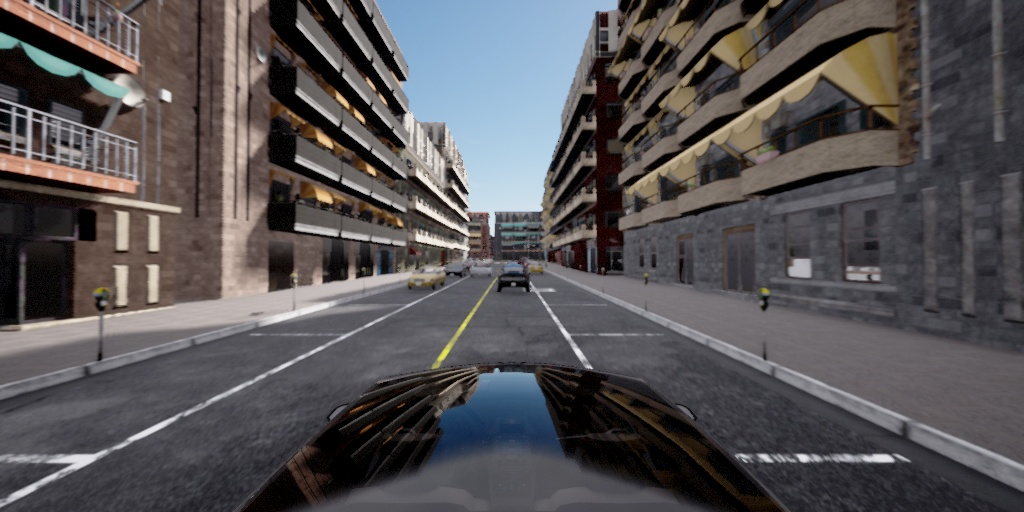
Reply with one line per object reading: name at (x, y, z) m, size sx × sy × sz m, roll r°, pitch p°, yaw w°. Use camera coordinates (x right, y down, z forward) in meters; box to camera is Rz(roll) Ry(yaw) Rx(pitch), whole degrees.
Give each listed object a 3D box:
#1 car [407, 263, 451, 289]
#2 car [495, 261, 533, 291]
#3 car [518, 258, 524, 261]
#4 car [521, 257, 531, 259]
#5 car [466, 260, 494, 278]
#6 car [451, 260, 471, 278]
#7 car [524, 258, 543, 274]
car at (-5.322, 1.258, 22.812) m, size 1.751 × 1.417 × 4.829 m, roll 0°, pitch 0°, yaw 0°
car at (0.090, 1.241, 21.430) m, size 1.837 × 1.490 × 4.892 m, roll 0°, pitch 1°, yaw 0°
car at (0.084, 1.290, 41.135) m, size 1.994 × 1.385 × 4.181 m, roll 0°, pitch 0°, yaw 0°
car at (2.549, 1.169, 50.832) m, size 1.967 × 1.591 × 4.097 m, roll 0°, pitch 0°, yaw 0°
car at (-2.848, 1.328, 33.832) m, size 1.895 × 1.301 × 4.718 m, roll 0°, pitch 0°, yaw 0°
car at (-5.326, 1.293, 34.109) m, size 1.948 × 1.339 × 4.313 m, roll 0°, pitch 0°, yaw 0°
car at (2.553, 1.251, 39.876) m, size 1.751 × 1.417 × 4.829 m, roll 0°, pitch 0°, yaw 0°
